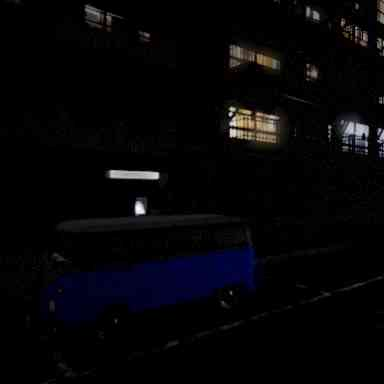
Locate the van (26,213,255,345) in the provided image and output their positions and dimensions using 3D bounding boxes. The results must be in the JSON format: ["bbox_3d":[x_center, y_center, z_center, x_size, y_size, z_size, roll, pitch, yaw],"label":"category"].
[{"bbox_3d":[-0.677,1.331,6.075,3.998,1.788,1.690,0,0,-36],"label":"van"}]
